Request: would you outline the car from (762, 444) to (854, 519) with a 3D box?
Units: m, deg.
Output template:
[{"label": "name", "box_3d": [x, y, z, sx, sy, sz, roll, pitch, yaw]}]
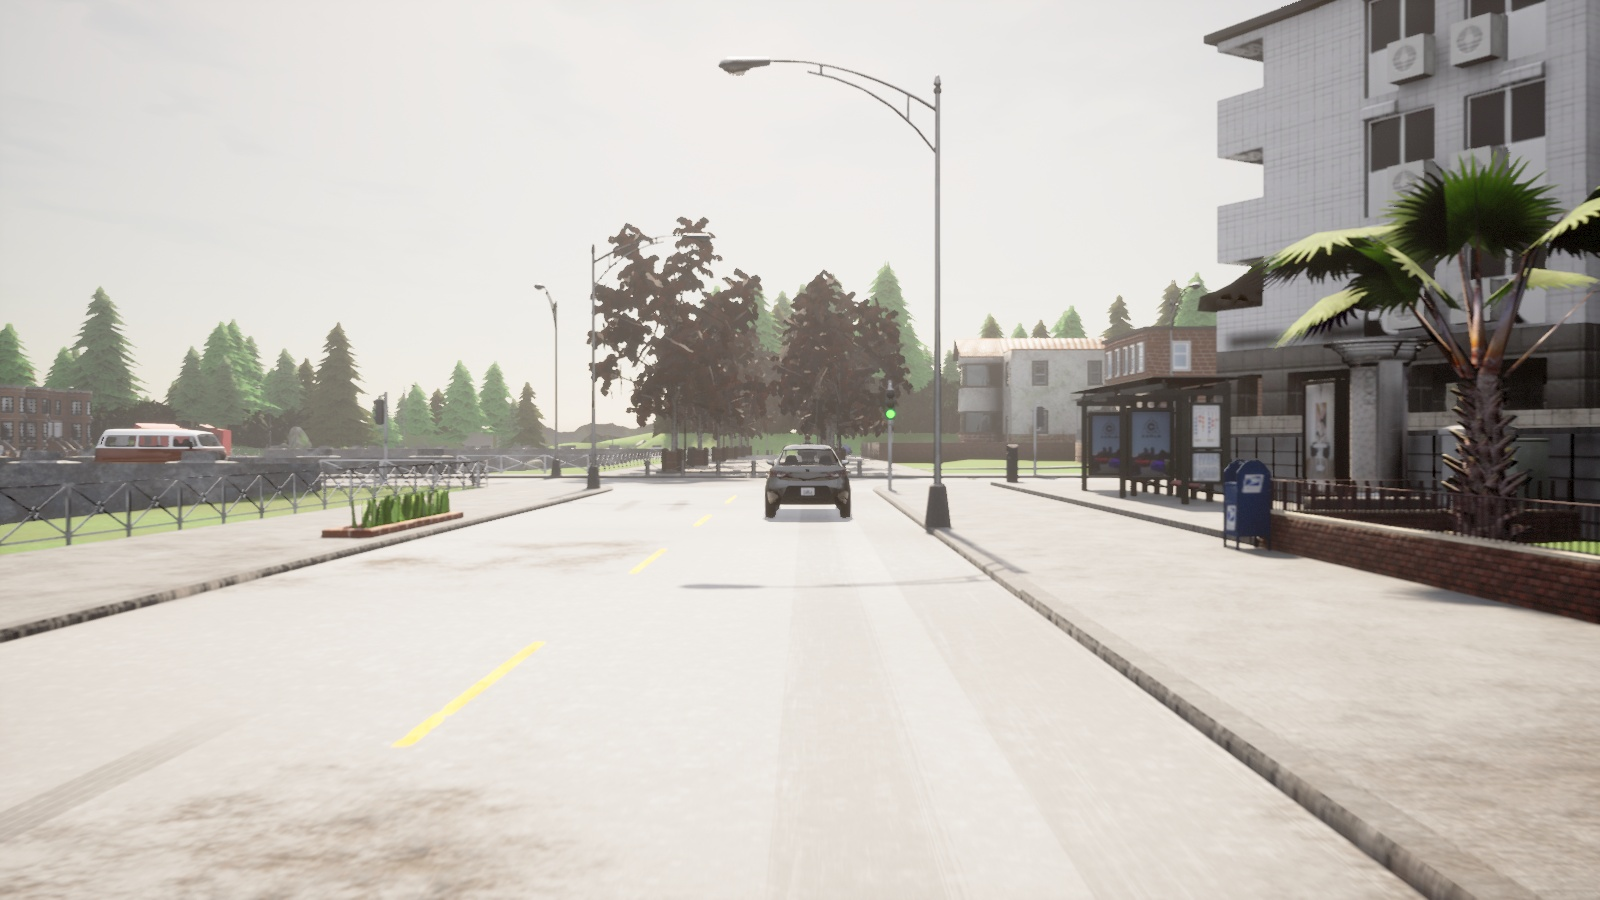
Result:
[{"label": "car", "box_3d": [0.169, 0.610, 26.731, 1.816, 1.474, 4.193, 0, 0, 0]}]

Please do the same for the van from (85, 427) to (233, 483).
[{"label": "van", "box_3d": [-23.902, 0.186, 46.933, 4.480, 2.038, 2.069, 0, 0, 0]}]
